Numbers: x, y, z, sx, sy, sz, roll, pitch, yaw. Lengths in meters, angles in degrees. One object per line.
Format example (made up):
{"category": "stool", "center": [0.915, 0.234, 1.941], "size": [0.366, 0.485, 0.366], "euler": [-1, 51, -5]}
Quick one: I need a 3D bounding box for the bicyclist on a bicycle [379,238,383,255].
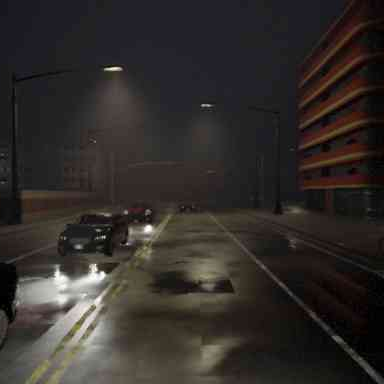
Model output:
{"category": "bicyclist on a bicycle", "center": [6.892, 1.313, 10.830], "size": [1.656, 1.620, 0.582], "euler": [1, 0, -1]}

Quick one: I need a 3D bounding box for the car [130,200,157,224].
{"category": "car", "center": [-3.935, 1.454, 25.536], "size": [2.097, 1.767, 4.553], "euler": [0, 0, -1]}

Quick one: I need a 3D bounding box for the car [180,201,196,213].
{"category": "car", "center": [-0.475, 1.737, 39.811], "size": [1.895, 1.301, 4.718], "euler": [0, 0, -1]}

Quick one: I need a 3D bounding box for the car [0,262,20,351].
{"category": "car", "center": [-3.622, 1.503, 3.194], "size": [1.882, 1.535, 5.008], "euler": [0, 0, -1]}

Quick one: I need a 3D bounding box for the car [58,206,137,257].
{"category": "car", "center": [-3.769, 1.552, 13.431], "size": [2.128, 1.511, 4.902], "euler": [0, 0, -1]}
